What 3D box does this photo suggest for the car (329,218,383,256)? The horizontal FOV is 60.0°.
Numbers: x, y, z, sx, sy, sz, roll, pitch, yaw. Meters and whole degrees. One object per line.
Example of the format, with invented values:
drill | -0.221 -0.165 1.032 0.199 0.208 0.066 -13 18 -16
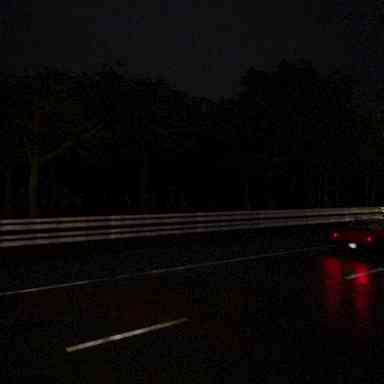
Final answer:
car | 7.827 1.737 13.749 4.718 1.301 1.895 1 0 -35
